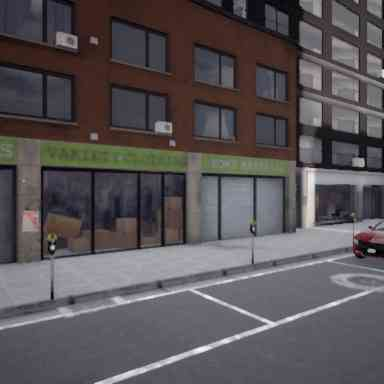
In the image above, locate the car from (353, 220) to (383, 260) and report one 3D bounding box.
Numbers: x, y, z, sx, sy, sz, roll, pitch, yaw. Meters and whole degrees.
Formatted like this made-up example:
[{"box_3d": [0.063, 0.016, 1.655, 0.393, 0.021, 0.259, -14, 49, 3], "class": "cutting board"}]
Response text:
[{"box_3d": [7.280, 1.542, 11.405, 4.507, 1.381, 1.887, 0, 0, -35], "class": "car"}]
